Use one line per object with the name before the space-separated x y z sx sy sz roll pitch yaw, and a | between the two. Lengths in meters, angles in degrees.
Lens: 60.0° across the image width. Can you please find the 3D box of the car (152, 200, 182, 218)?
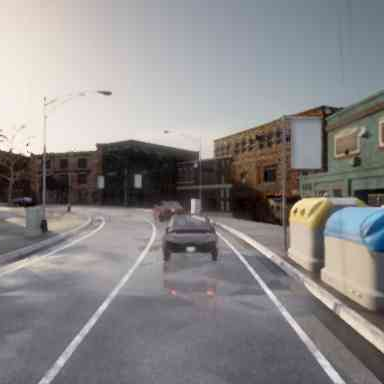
car | -1.998 1.472 27.637 2.097 1.767 4.553 0 0 -15

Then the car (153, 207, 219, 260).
car | -0.076 1.545 12.596 2.128 1.511 4.902 0 0 -1

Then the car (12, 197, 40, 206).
car | -26.569 1.551 52.787 5.357 1.411 2.033 1 -1 28
